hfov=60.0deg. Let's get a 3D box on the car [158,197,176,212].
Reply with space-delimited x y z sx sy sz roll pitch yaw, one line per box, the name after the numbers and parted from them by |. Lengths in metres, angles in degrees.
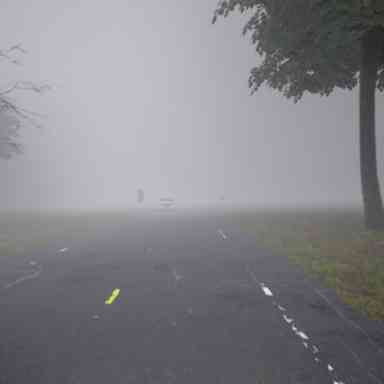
-3.548 1.739 48.114 2.150 2.045 5.566 0 -1 0 | car
